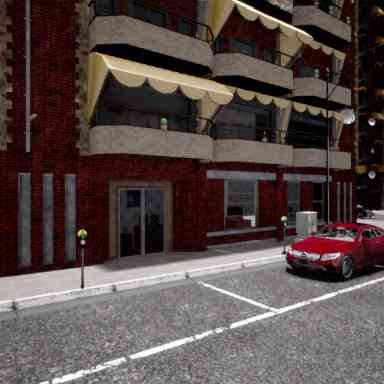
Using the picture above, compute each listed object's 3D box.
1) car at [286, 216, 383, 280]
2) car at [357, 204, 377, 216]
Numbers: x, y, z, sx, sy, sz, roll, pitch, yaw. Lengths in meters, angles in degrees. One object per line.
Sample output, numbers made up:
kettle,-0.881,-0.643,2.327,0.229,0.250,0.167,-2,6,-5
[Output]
car,4.616,1.582,9.901,4.206,1.307,1.802,0,0,-35
car,15.566,1.807,32.945,2.128,1.511,4.902,0,-1,-36
